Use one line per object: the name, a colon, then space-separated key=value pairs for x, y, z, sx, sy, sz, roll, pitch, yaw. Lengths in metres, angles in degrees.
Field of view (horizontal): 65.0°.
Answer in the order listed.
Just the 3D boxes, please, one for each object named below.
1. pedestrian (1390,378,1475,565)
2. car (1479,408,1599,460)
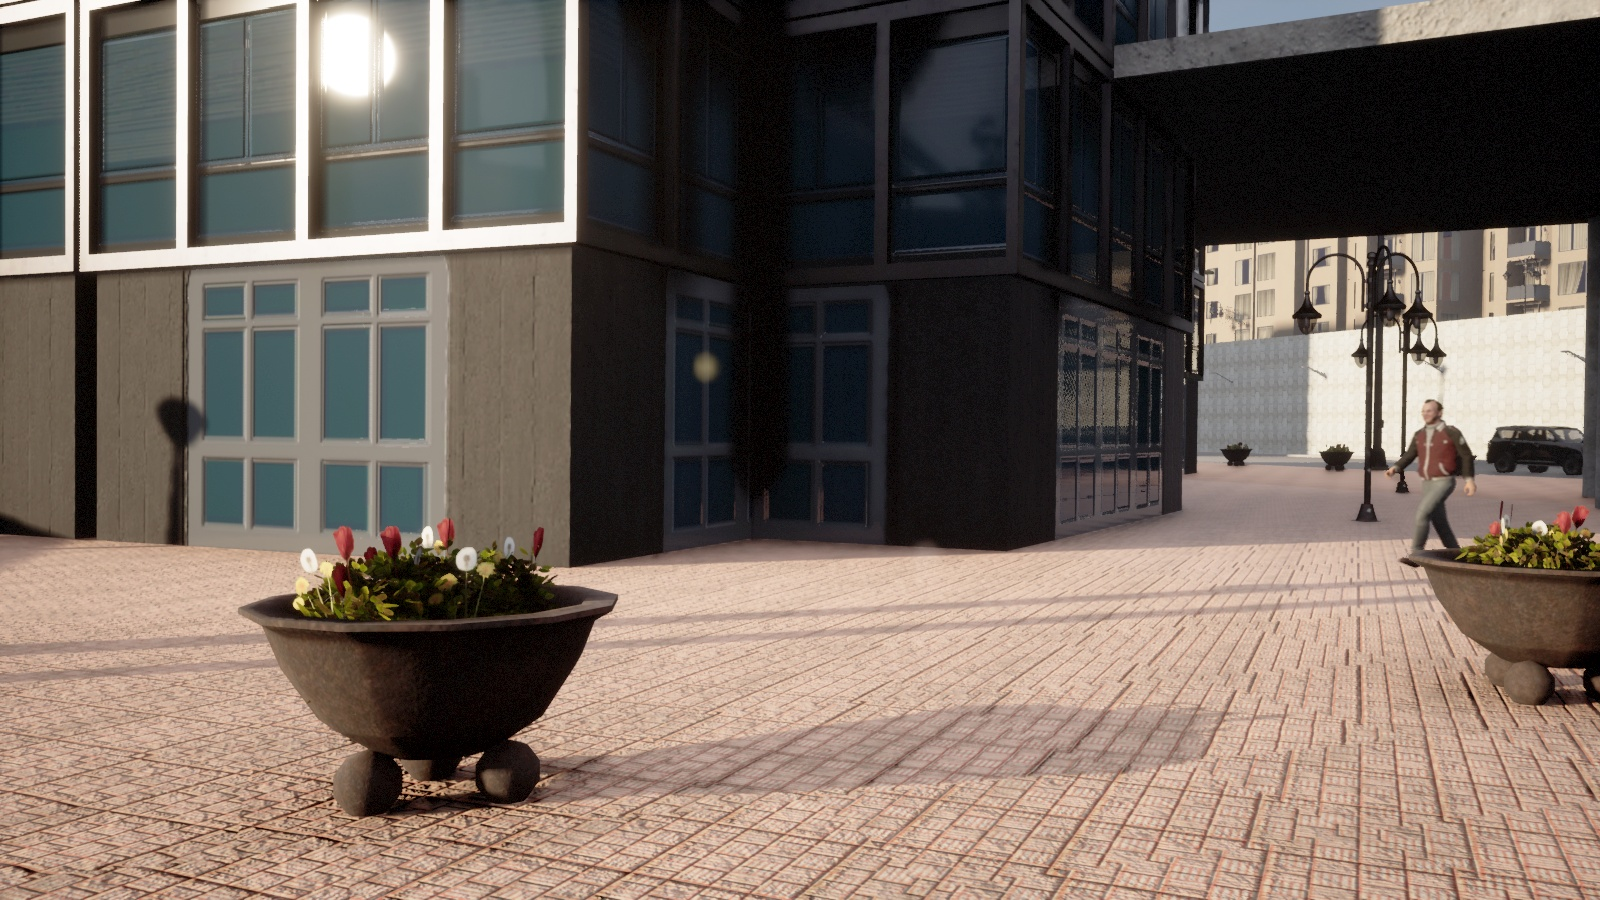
pedestrian: x=6.433 y=0.208 z=12.776 sx=0.720 sy=1.854 sz=0.376 roll=-1 pitch=1 yaw=-19
car: x=31.607 y=-0.681 z=52.664 sx=2.150 sy=2.045 sz=5.566 roll=-1 pitch=1 yaw=-19
